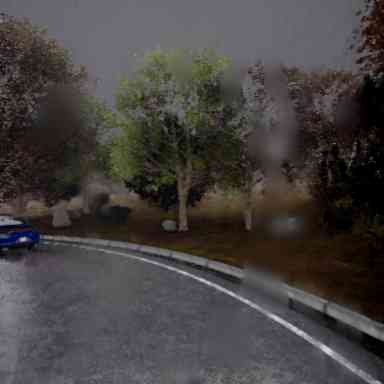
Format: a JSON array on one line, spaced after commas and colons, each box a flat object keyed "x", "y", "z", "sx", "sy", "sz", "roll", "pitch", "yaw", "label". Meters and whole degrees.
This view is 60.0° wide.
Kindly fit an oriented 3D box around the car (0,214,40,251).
[{"x": -8.379, "y": 1.656, "z": 13.647, "sx": 5.008, "sy": 1.535, "sz": 1.882, "roll": -1, "pitch": -1, "yaw": 31, "label": "car"}]
